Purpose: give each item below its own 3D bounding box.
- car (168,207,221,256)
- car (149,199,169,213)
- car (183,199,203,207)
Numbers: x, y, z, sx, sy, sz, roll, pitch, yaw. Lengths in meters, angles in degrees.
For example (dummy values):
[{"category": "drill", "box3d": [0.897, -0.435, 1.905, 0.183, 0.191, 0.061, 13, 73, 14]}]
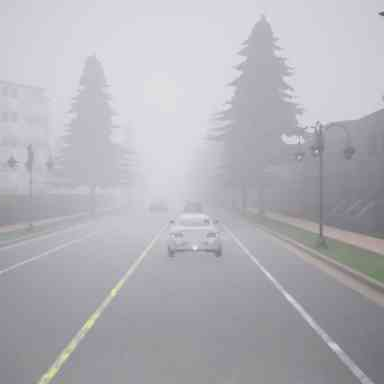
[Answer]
[{"category": "car", "box3d": [0.088, 1.531, 12.932, 1.812, 1.442, 4.674, 0, 0, 0]}, {"category": "car", "box3d": [-3.620, 1.491, 37.116, 1.882, 1.535, 5.008, 0, 0, 0]}, {"category": "car", "box3d": [0.103, 1.505, 35.202, 2.128, 1.511, 4.902, 0, 0, 0]}]
